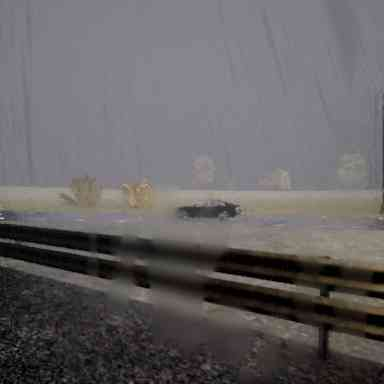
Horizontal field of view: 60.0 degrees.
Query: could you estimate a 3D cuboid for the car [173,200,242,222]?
[{"bbox_3d":[1.074,1.281,23.446,4.902,1.511,2.128,0,0,17],"label":"car"}]
